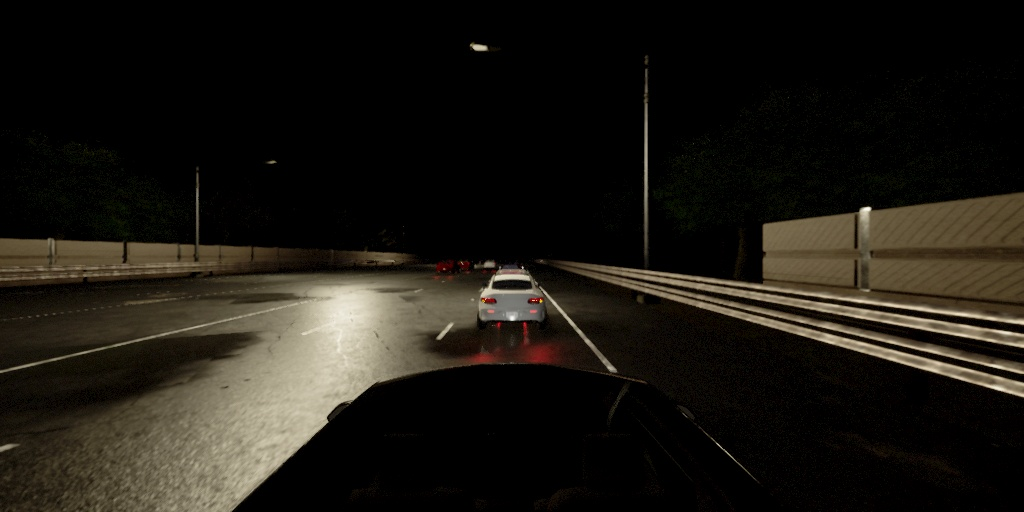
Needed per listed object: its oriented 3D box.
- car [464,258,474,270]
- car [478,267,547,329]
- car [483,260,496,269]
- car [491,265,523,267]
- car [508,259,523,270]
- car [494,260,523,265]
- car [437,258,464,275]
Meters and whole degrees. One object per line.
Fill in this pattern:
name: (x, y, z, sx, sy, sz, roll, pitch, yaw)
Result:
car: (-6.510, 1.066, 49.746, 2.097, 1.767, 4.553, 0, 0, 2)
car: (0.007, 1.244, 10.982, 1.812, 1.442, 4.674, 0, 0, 0)
car: (-2.960, 1.223, 51.095, 1.812, 1.442, 4.674, 0, 0, 2)
car: (0.004, 1.297, 17.725, 1.895, 1.301, 4.718, 0, 0, 0)
car: (0.567, 1.227, 52.002, 2.033, 1.411, 5.357, 0, 0, 2)
car: (-0.051, 1.248, 27.020, 1.994, 1.385, 4.181, 0, 0, 1)
car: (-6.811, 1.181, 38.902, 1.882, 1.535, 5.008, 0, -1, 2)
